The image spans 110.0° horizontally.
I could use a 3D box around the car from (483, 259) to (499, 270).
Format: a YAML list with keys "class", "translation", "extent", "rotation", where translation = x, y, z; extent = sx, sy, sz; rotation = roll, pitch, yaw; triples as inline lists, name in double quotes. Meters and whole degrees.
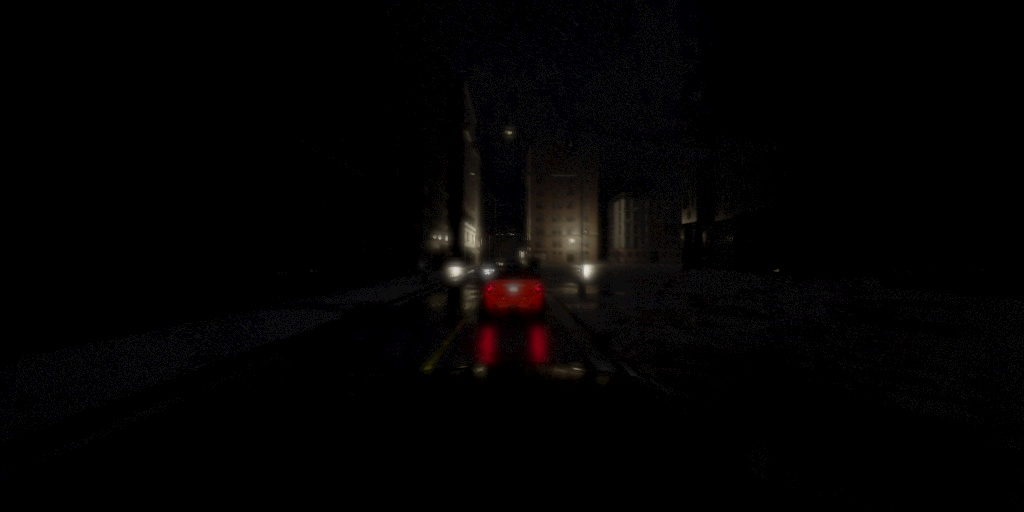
- class: "car"
  translation: [-3.061, 1.218, 53.400]
  extent: [2.128, 1.511, 4.902]
  rotation: [0, 0, 0]

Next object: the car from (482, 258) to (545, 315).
- class: "car"
  translation: [0.071, 1.096, 13.729]
  extent: [2.097, 1.767, 4.553]
  rotation: [0, 0, 0]

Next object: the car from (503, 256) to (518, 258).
- class: "car"
  translation: [0.072, 1.088, 28.809]
  extent: [2.097, 1.767, 4.553]
  rotation: [0, 0, 0]

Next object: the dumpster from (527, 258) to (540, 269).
- class: "dumpster"
  translation: [3.144, 1.121, 52.086]
  extent: [1.020, 1.700, 1.940]
  rotation: [0, 0, 0]
